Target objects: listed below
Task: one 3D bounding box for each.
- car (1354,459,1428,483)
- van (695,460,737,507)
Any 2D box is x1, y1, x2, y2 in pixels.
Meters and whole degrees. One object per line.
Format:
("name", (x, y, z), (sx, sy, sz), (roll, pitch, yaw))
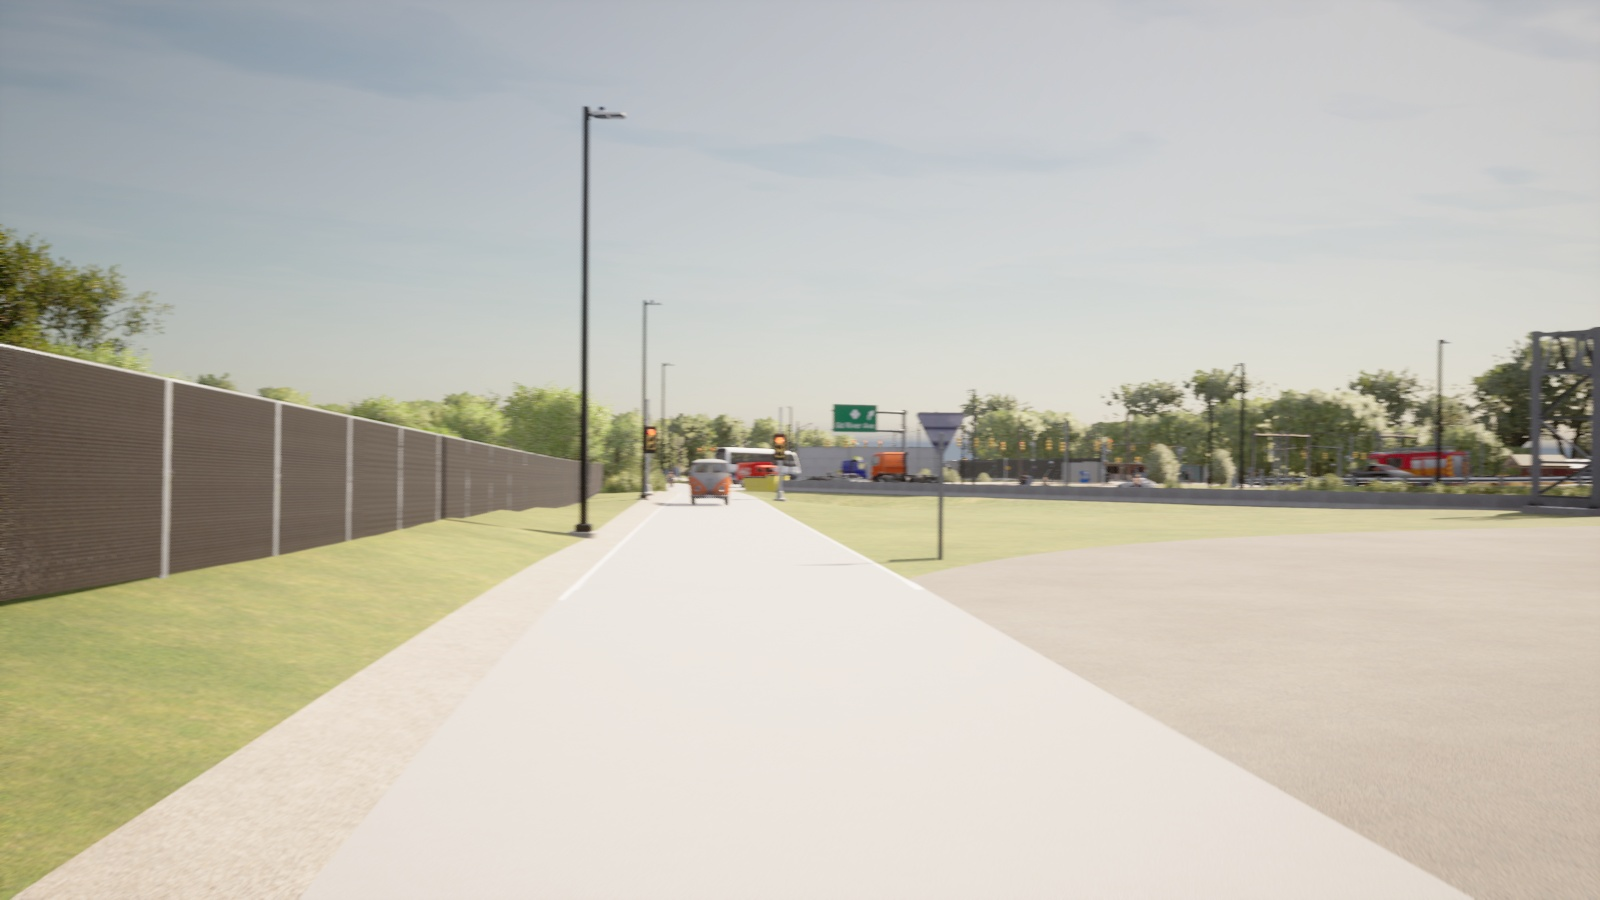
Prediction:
("car", (37.998, 1.358, 80.818), (1.816, 1.474, 4.193), (0, -2, -21))
("van", (-3.658, 1.432, 54.785), (1.775, 1.987, 4.442), (0, -1, -4))
